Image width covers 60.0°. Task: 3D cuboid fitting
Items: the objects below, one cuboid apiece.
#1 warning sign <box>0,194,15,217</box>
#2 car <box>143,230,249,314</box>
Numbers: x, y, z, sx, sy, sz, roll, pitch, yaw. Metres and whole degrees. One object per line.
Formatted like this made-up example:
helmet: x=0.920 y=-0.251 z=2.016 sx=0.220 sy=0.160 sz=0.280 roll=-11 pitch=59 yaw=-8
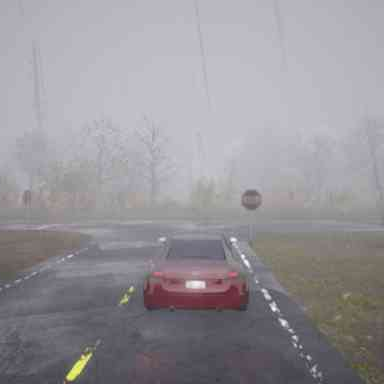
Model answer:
warning sign: x=-15.467 y=1.123 z=27.461 sx=1.060 sy=1.860 sz=1.300 roll=0 pitch=0 yaw=2
car: x=0.130 y=1.559 z=7.722 sx=1.994 sy=1.385 sz=4.181 roll=0 pitch=0 yaw=2
